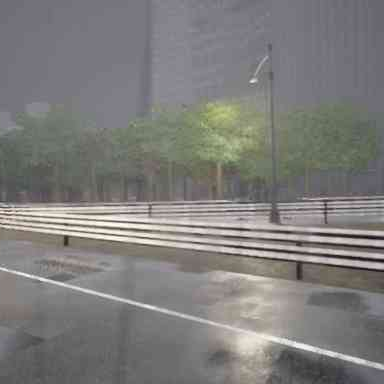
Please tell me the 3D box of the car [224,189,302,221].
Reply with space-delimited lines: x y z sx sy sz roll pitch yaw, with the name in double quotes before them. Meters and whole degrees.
"car" 5.146 0.868 24.357 5.566 2.045 2.150 -2 -1 2
